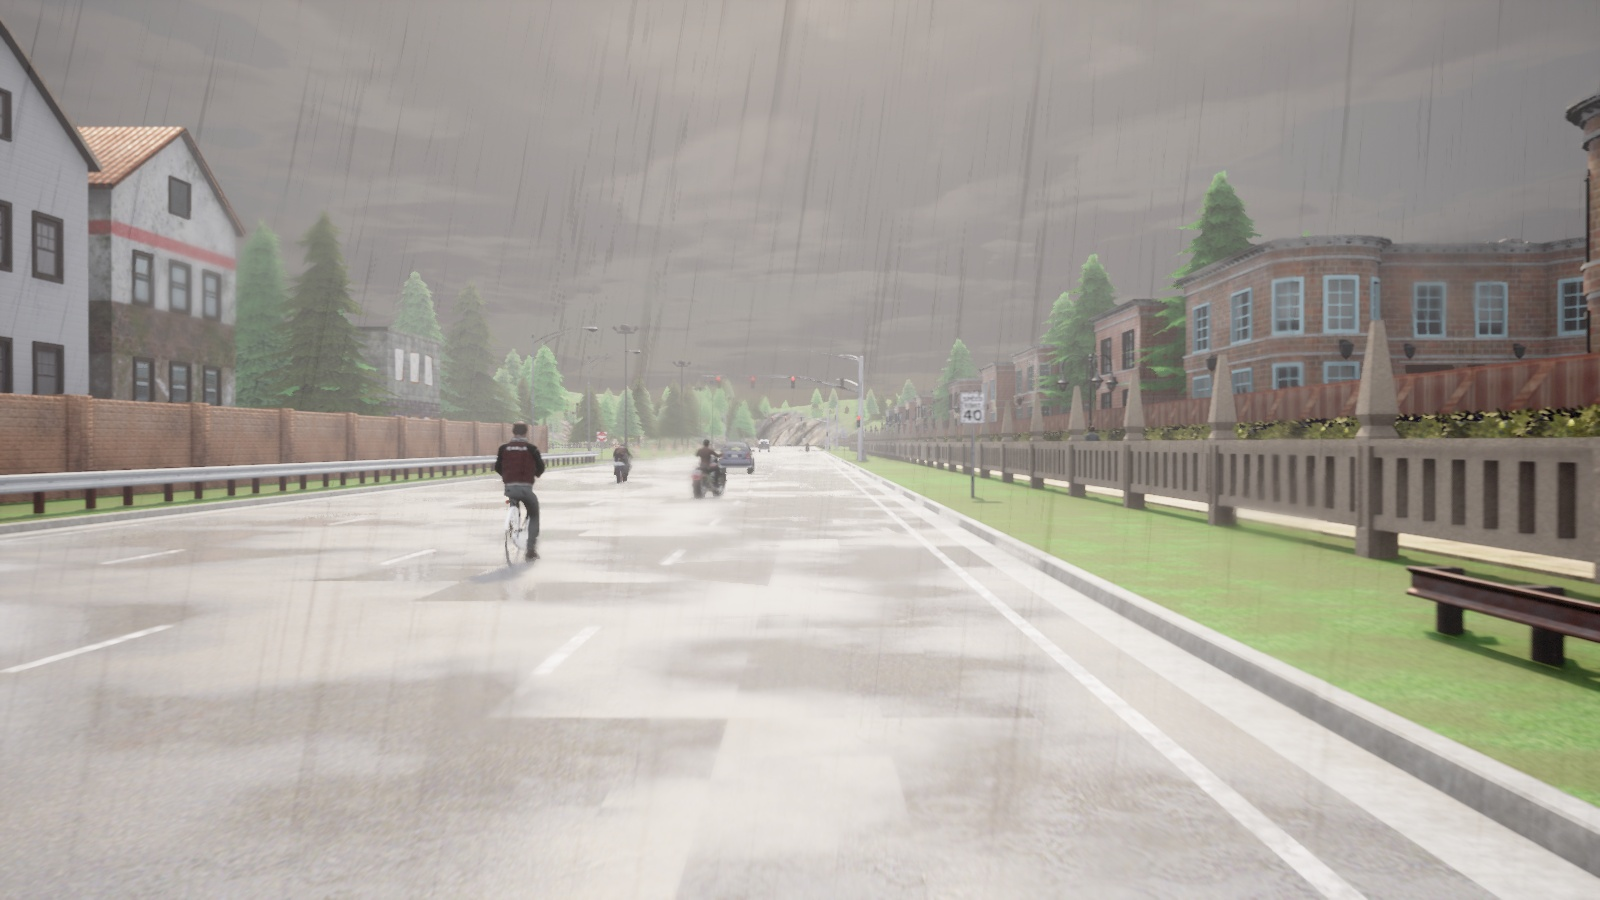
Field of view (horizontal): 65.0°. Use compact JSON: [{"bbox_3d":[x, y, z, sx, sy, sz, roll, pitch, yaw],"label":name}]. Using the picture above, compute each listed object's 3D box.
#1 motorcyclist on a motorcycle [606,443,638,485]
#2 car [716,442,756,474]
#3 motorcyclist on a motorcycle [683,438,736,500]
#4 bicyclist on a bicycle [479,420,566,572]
[{"bbox_3d":[-6.715,0.508,47.504,0.866,1.530,2.191,0,0,0],"label":"motorcyclist on a motorcycle"},{"bbox_3d":[-3.131,0.372,62.247,1.789,1.549,3.705,0,0,0],"label":"car"},{"bbox_3d":[-2.452,0.502,34.328,0.766,1.649,2.350,0,0,14],"label":"motorcyclist on a motorcycle"},{"bbox_3d":[-3.396,0.527,15.531,0.659,1.776,1.843,0,1,0],"label":"bicyclist on a bicycle"}]
